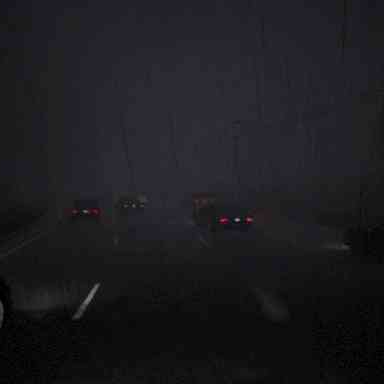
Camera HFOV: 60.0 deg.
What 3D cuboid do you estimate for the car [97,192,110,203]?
[{"bbox_3d":[-11.426,0.773,42.851,1.882,1.535,5.008,-1,1,-23],"label":"car"}]

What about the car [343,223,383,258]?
[{"bbox_3d":[6.396,1.380,9.088,2.033,1.411,5.357,0,1,-7],"label":"car"}]

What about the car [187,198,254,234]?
[{"bbox_3d":[1.446,1.251,17.238,2.033,1.411,5.357,0,1,-13],"label":"car"}]

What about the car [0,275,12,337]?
[{"bbox_3d":[-3.641,1.454,3.252,1.837,1.490,4.892,0,1,-3],"label":"car"}]

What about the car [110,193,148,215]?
[{"bbox_3d":[-5.327,1.085,27.832,2.033,1.411,5.357,0,1,-20],"label":"car"}]

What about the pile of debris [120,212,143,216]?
[{"bbox_3d":[-4.871,1.732,26.645,1.500,0.140,1.860,0,1,-19],"label":"pile of debris"}]

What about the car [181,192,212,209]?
[{"bbox_3d":[0.454,0.807,32.066,2.097,1.767,4.553,0,1,-20],"label":"car"}]

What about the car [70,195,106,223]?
[{"bbox_3d":[-7.117,1.183,22.250,2.033,1.411,5.357,0,1,-17],"label":"car"}]
